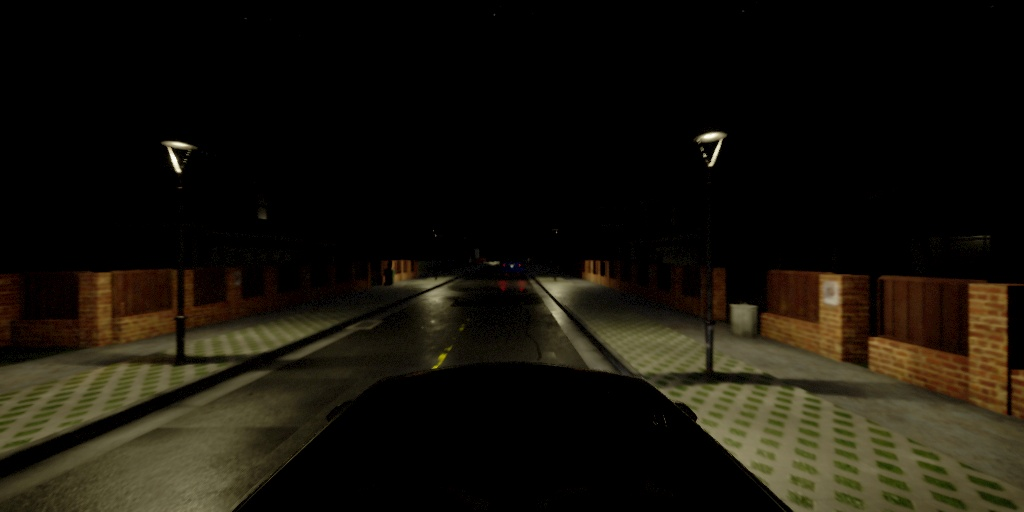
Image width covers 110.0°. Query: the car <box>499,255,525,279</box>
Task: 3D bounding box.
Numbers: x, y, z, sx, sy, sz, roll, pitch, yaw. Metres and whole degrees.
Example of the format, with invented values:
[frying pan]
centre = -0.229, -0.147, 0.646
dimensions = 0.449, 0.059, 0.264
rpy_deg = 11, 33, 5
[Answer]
[car]
centre = 0.000, 0.926, 32.423
dimensions = 2.150, 2.045, 5.566
rpy_deg = 0, 0, 0
